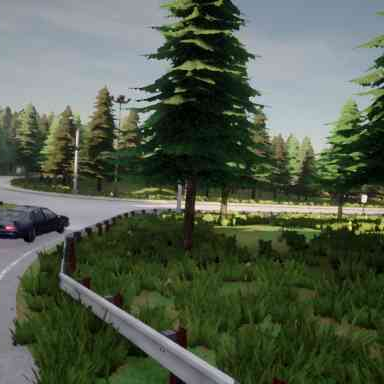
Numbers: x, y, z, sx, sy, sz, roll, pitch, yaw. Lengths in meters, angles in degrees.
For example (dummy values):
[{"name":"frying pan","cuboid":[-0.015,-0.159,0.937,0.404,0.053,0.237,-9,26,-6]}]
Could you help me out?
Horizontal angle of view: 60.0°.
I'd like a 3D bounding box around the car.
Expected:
[{"name":"car","cuboid":[-7.600,1.372,15.551,2.033,1.411,5.357,4,1,3]}]
